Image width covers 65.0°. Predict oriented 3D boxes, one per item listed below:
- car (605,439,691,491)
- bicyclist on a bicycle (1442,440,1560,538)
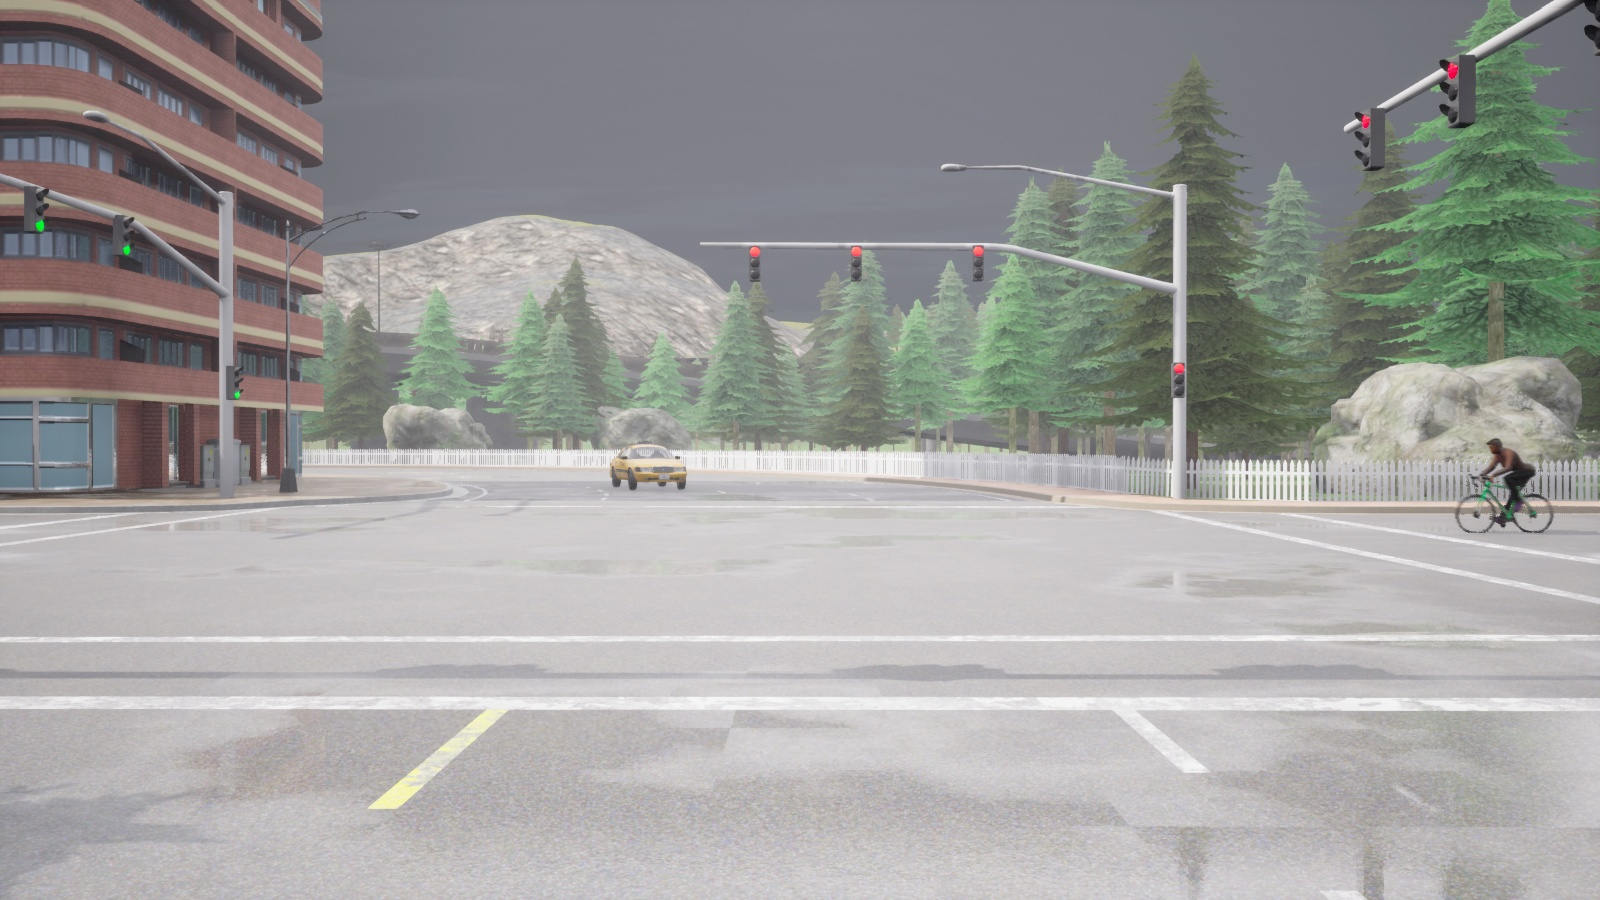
[{"bbox_3d":[-5.093,0.447,41.520,1.801,1.575,5.366,0,0,-18],"label":"car"},{"bbox_3d":[11.821,0.645,21.194,1.656,1.620,0.582,0,0,0],"label":"bicyclist on a bicycle"}]
